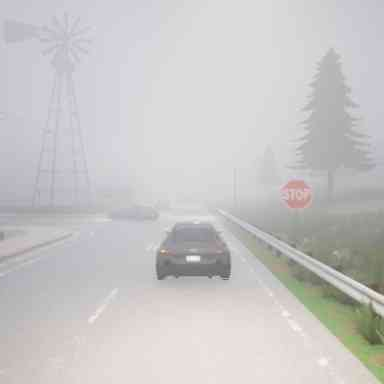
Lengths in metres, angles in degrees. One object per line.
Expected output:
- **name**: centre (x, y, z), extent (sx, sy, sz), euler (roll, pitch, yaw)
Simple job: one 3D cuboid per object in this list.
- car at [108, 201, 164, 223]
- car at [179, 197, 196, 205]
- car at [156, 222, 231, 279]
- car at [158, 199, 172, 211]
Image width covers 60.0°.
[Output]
- **car**: centre (-4.754, 1.658, 26.769), extent (4.181, 1.385, 1.994), euler (0, -1, 31)
- **car**: centre (-0.919, 1.725, 66.025), extent (2.128, 1.511, 4.902), euler (0, 0, -29)
- **car**: centre (0.046, 1.601, 10.148), extent (1.994, 1.385, 4.181), euler (0, 0, 0)
- **car**: centre (-3.677, 1.643, 43.062), extent (2.128, 1.511, 4.902), euler (0, 0, 0)
